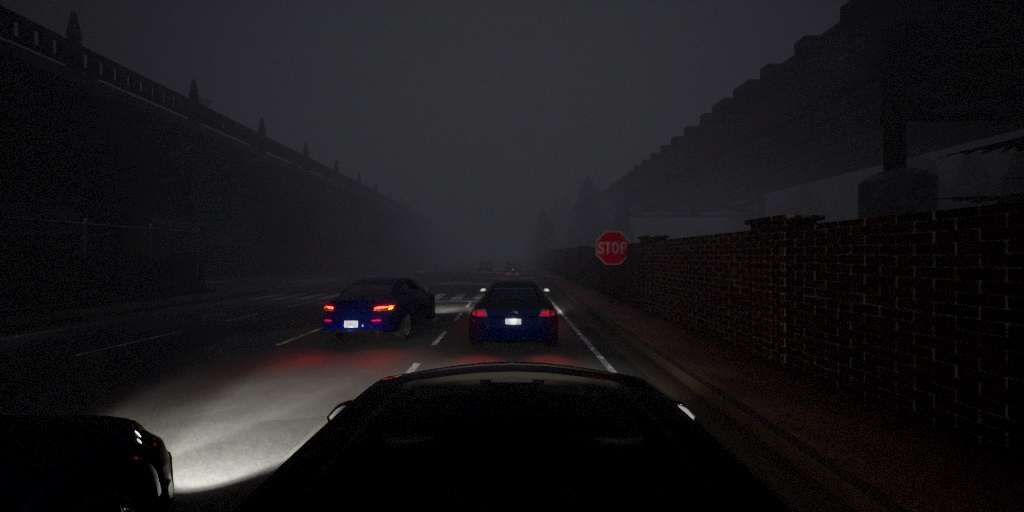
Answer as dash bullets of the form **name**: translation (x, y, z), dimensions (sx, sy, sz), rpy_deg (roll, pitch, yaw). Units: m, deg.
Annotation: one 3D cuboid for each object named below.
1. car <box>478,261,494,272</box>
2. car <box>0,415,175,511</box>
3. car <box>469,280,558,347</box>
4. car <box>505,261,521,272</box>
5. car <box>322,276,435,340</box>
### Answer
- **car**: translation (-3.384, 1.297, 46.003), dimensions (2.033, 1.411, 5.357), rpy_deg (0, 0, -1)
- **car**: translation (-3.399, 1.314, 0.791), dimensions (1.994, 1.385, 4.181), rpy_deg (0, 0, 0)
- **car**: translation (0.071, 1.314, 9.364), dimensions (1.994, 1.385, 4.181), rpy_deg (0, 0, 1)
- **car**: translation (0.111, 1.351, 46.174), dimensions (1.895, 1.301, 4.718), rpy_deg (0, 0, -1)
- **car**: translation (-3.411, 1.276, 9.887), dimensions (1.812, 1.442, 4.674), rpy_deg (0, 0, 0)
